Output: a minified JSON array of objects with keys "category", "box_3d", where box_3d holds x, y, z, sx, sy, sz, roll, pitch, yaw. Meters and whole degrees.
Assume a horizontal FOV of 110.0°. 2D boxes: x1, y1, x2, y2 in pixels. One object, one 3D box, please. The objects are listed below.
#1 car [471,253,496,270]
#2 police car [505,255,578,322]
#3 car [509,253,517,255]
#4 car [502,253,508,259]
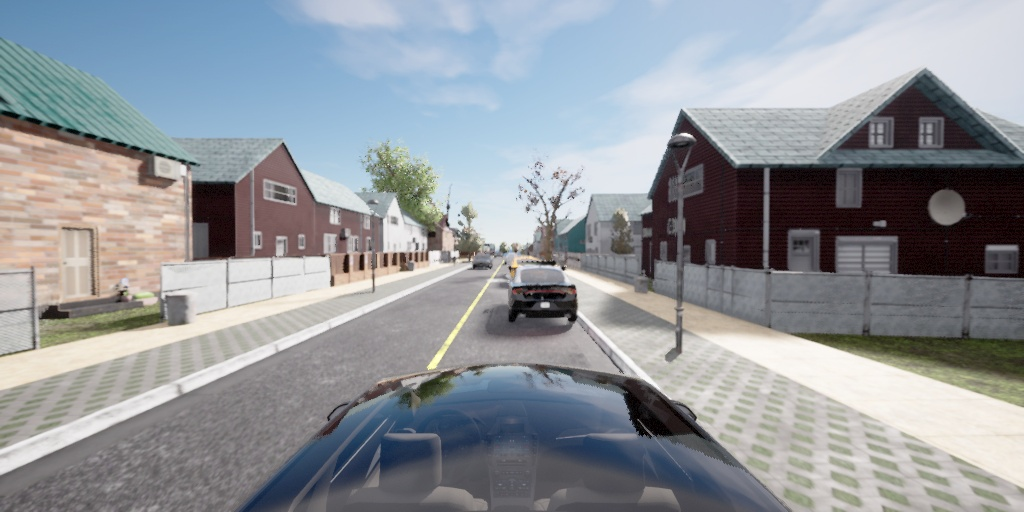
[{"category":"car","box_3d":[-2.841,0.539,35.409,1.837,1.490,4.892,0,1,0]},{"category":"police car","box_3d":[0.824,0.955,11.469,1.930,1.638,5.238,0,1,0]},{"category":"car","box_3d":[0.825,0.793,21.359,1.882,1.535,5.008,0,1,0]},{"category":"car","box_3d":[0.020,0.348,47.064,1.812,1.442,4.674,0,1,0]}]
